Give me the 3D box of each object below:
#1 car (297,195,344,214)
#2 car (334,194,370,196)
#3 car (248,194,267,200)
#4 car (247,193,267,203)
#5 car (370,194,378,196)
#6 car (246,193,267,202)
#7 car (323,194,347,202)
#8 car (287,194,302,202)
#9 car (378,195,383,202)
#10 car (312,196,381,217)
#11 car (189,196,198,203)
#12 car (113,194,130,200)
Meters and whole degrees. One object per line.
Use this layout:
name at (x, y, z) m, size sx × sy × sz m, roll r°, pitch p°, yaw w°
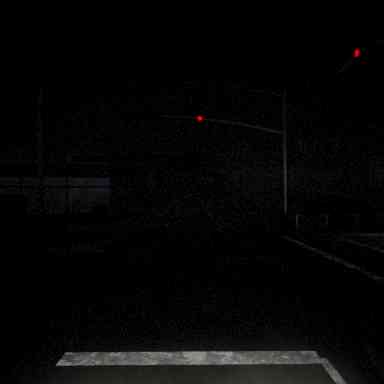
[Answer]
car at (12.999, 1.330, 31.481) m, size 5.027 × 1.636 × 2.152 m, roll 0°, pitch 0°, yaw 0°
car at (20.626, 1.320, 43.357) m, size 3.633 × 1.501 × 1.845 m, roll 0°, pitch 0°, yaw 0°
car at (18.080, 1.334, 91.697) m, size 4.902 × 1.511 × 2.128 m, roll 0°, pitch 0°, yaw 0°
car at (12.812, 1.361, 65.738) m, size 3.806 × 1.475 × 1.970 m, roll 0°, pitch 0°, yaw 0°
car at (38.338, 1.232, 69.156) m, size 3.806 × 1.475 × 1.970 m, roll 0°, pitch 0°, yaw 0°
car at (13.410, 1.077, 69.065) m, size 3.866 × 1.878 × 1.905 m, roll 0°, pitch 0°, yaw 0°
car at (31.274, 1.298, 72.790) m, size 4.514 × 1.523 × 2.007 m, roll 0°, pitch 0°, yaw 0°
car at (21.291, 1.097, 65.809) m, size 4.605 × 1.855 × 1.932 m, roll 0°, pitch 0°, yaw 0°
car at (38.686, 1.154, 62.739) m, size 5.027 × 1.636 × 2.152 m, roll 0°, pitch 0°, yaw 0°
car at (13.063, 1.340, 28.344) m, size 4.514 × 1.523 × 2.007 m, roll 0°, pitch 0°, yaw 0°
car at (0.232, 1.547, 69.759) m, size 2.033 × 1.411 × 5.357 m, roll 0°, pitch 0°, yaw 0°
car at (-19.455, 1.333, 91.650) m, size 4.674 × 1.442 × 1.812 m, roll 0°, pitch 0°, yaw 0°
